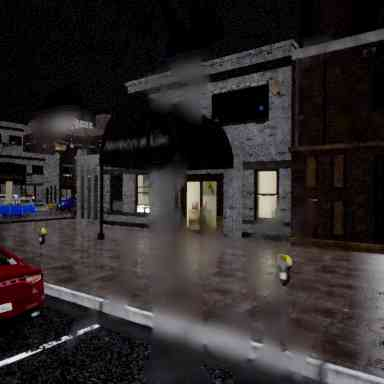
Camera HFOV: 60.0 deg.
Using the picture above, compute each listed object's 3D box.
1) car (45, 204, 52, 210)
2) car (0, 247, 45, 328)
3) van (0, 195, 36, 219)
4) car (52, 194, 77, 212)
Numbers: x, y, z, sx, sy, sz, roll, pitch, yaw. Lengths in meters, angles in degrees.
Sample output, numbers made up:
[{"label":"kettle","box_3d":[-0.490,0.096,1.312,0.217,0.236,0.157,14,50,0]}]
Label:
[{"label":"car","box_3d":[-16.227,1.569,42.442,1.752,1.417,4.829,0,0,35]},{"label":"car","box_3d":[-4.531,1.544,6.099,4.507,1.381,1.887,0,0,35]},{"label":"van","box_3d":[-15.623,1.413,28.713,1.690,1.788,3.998,0,0,35]},{"label":"car","box_3d":[-13.906,1.284,41.228,2.150,2.045,5.566,0,0,36]}]
